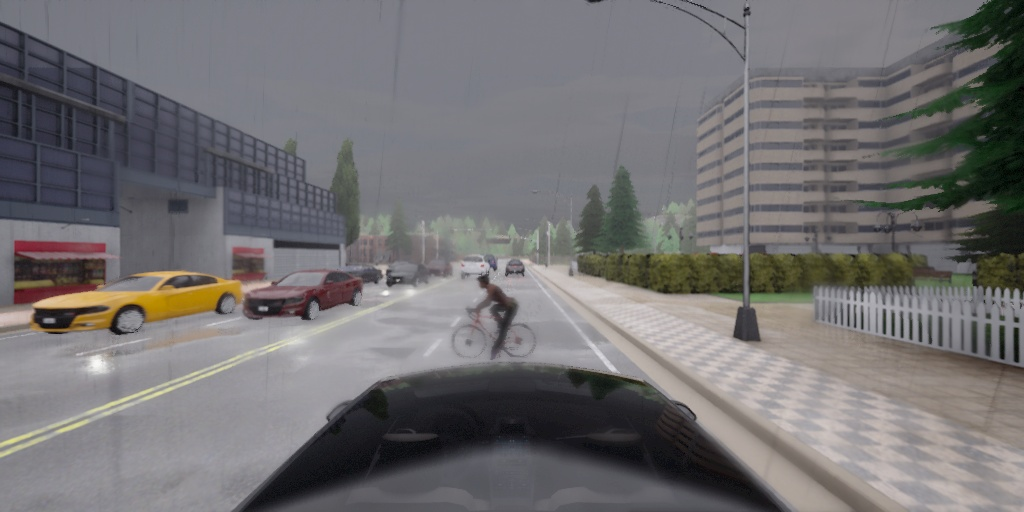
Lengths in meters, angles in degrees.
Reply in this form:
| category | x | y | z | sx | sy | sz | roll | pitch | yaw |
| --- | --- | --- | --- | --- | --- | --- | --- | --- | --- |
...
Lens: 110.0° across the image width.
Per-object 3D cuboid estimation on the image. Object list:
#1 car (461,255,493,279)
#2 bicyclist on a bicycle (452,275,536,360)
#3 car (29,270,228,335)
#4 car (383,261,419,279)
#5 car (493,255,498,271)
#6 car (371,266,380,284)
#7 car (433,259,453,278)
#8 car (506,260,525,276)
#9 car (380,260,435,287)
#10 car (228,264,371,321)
| category | x | y | z | sx | sy | sz | roll | pitch | yaw |
| --- | --- | --- | --- | --- | --- | --- | --- | --- | --- |
| car | -3.222 | 0.951 | 32.281 | 2.150 | 2.045 | 5.566 | 0 | 0 | 1 |
| bicyclist on a bicycle | -0.364 | 1.196 | 6.940 | 1.656 | 1.620 | 0.582 | -2 | 0 | 0 |
| car | -10.542 | 1.214 | 10.684 | 1.882 | 1.535 | 5.008 | 0 | 0 | 0 |
| car | -10.297 | 1.224 | 33.639 | 1.837 | 1.490 | 4.892 | 0 | 1 | 1 |
| car | -3.101 | 0.936 | 47.844 | 2.150 | 2.045 | 5.566 | 0 | 0 | 1 |
| car | -10.342 | 1.275 | 24.050 | 2.033 | 1.411 | 5.357 | 0 | 0 | 0 |
| car | -6.808 | 1.078 | 33.126 | 2.097 | 1.767 | 4.553 | 0 | 0 | 1 |
| car | 0.325 | 1.219 | 36.115 | 2.128 | 1.511 | 4.902 | 0 | 0 | 1 |
| car | -6.842 | 1.236 | 24.024 | 1.837 | 1.490 | 4.892 | 0 | 0 | 0 |
| car | -7.027 | 1.215 | 12.668 | 1.882 | 1.535 | 5.008 | 0 | 0 | 0 |
